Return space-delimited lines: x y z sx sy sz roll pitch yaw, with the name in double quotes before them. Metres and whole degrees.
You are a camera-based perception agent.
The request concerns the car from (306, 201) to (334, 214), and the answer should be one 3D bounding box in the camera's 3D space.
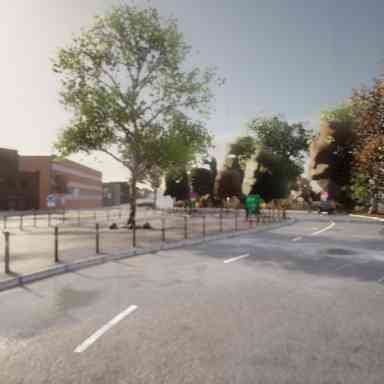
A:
"car" 20.309 2.483 52.925 2.150 2.045 5.566 0 -1 -7
